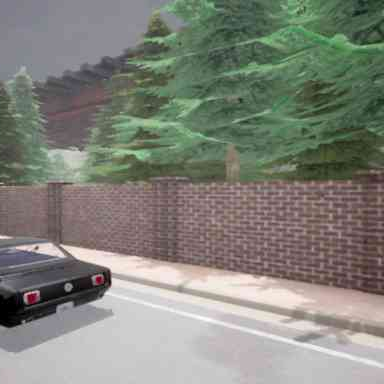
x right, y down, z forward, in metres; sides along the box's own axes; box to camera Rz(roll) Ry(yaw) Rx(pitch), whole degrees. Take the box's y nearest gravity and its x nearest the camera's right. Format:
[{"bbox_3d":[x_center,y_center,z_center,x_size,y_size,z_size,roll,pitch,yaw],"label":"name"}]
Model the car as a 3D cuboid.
[{"bbox_3d":[-3.869,1.588,6.696,4.718,1.301,1.895,0,0,35],"label":"car"}]
